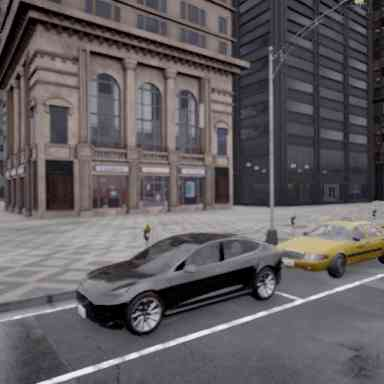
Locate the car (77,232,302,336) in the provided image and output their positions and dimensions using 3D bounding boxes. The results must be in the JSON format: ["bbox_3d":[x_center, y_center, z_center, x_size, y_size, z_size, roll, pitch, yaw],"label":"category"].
[{"bbox_3d":[-0.019,1.536,6.658,4.313,1.339,1.947,-1,0,-36],"label":"car"}]

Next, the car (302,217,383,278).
[{"bbox_3d":[4.420,1.452,9.855,4.829,1.417,1.752,-1,0,-36],"label":"car"}]
